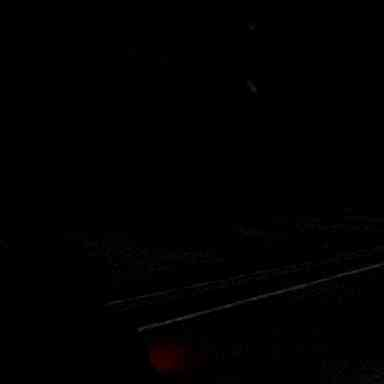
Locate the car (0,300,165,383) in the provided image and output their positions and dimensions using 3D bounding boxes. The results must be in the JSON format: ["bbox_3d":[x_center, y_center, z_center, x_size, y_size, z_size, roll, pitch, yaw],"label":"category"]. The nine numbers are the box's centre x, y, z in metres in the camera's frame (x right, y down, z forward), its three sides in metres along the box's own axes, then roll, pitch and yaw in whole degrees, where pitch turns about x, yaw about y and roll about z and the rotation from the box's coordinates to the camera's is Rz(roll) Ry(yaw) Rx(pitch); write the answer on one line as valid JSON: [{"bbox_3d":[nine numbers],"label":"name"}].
[{"bbox_3d":[-2.798,1.552,1.996,5.357,1.411,2.033,0,0,-36],"label":"car"}]
